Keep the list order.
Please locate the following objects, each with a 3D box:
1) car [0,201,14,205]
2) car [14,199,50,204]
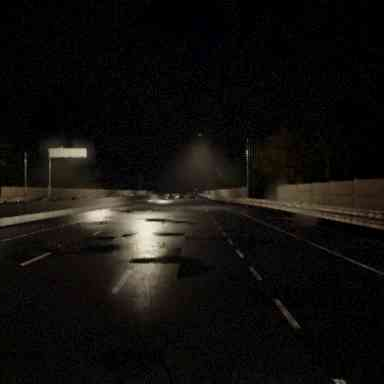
[{"bbox_3d":[-21.004,1.631,37.648,1.895,1.301,4.718,0,0,0],"label":"car"},{"bbox_3d":[-17.505,1.526,37.616,2.128,1.511,4.902,0,0,0],"label":"car"}]
